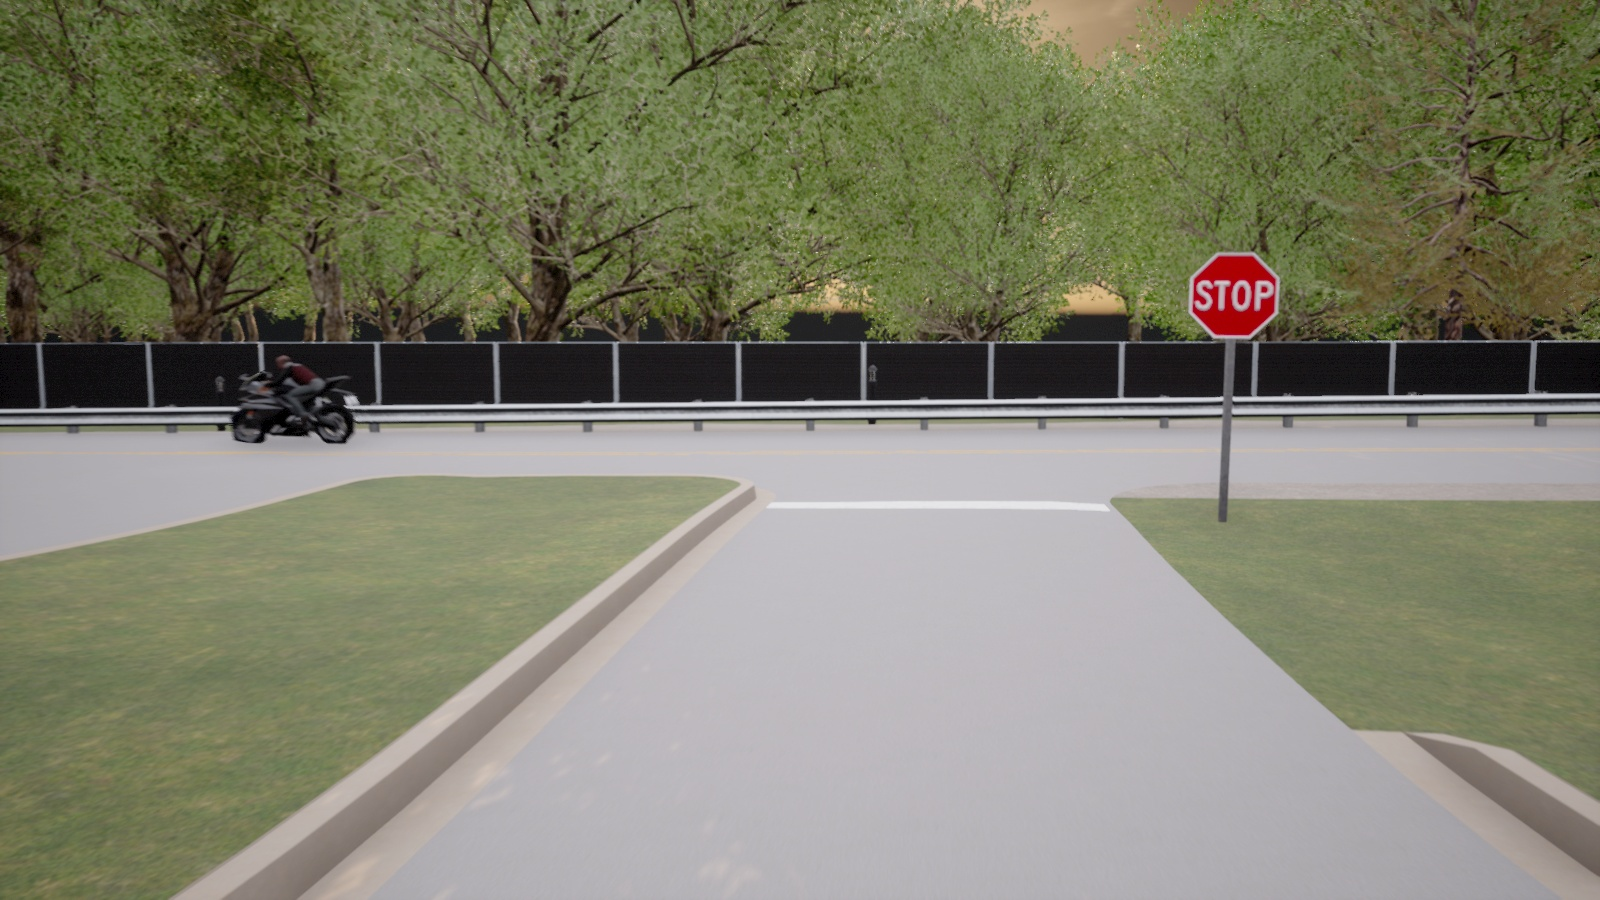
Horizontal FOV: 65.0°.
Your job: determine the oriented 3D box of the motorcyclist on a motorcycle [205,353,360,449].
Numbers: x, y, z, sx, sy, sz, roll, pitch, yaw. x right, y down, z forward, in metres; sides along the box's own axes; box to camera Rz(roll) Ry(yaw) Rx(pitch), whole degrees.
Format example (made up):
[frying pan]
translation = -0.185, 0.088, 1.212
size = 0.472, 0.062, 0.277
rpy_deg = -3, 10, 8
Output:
[motorcyclist on a motorcycle]
translation = -8.658, -0.835, 21.057
size = 2.191, 1.530, 0.866
rpy_deg = 0, 6, 8
